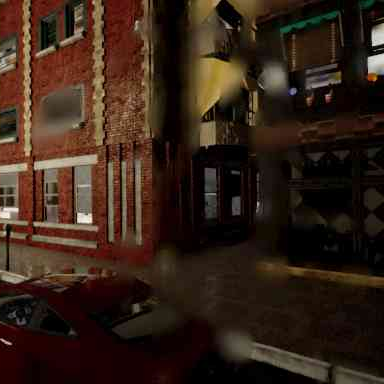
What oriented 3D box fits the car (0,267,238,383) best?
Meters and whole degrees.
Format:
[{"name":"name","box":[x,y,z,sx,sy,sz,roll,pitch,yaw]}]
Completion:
[{"name":"car","box":[-1.501,1.583,3.923,4.206,1.307,1.802,0,-1,36]}]
